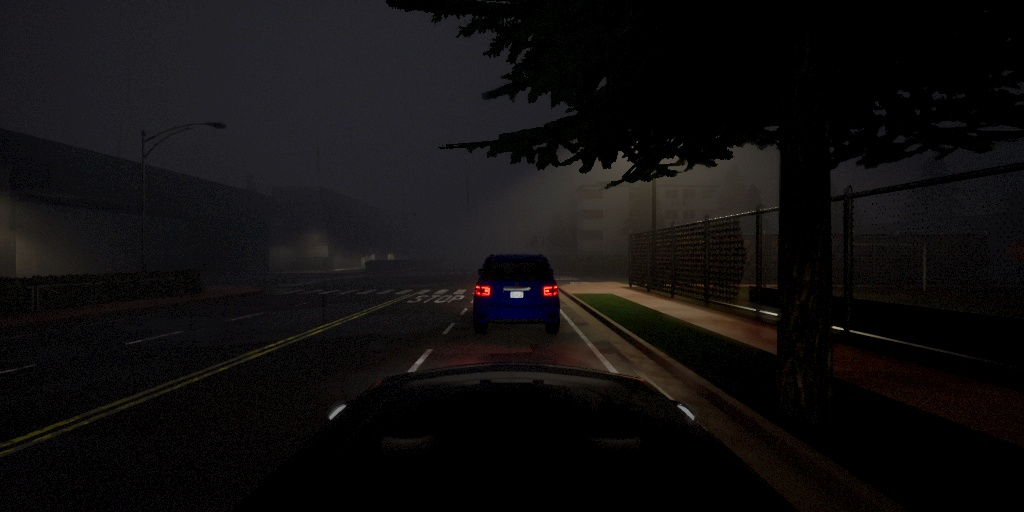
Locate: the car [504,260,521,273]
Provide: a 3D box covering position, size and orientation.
[{"bbox_3d":[0.027,1.241,45.664,2.128,1.511,4.902,0,0,0],"label":"car"}]

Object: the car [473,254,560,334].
[{"bbox_3d":[0.116,0.972,10.798,2.150,2.045,5.566,0,0,0],"label":"car"}]
